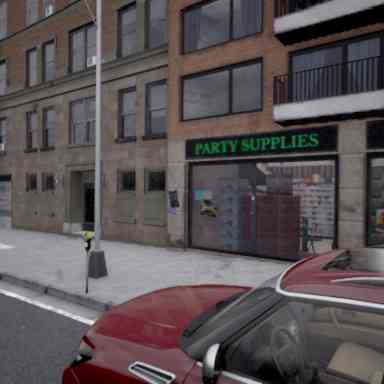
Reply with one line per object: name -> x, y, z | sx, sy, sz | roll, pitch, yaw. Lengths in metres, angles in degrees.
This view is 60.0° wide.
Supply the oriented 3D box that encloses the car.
car -> 1.313, 1.315, 2.130 | 5.009, 1.841, 2.192 | 0, 1, 35
